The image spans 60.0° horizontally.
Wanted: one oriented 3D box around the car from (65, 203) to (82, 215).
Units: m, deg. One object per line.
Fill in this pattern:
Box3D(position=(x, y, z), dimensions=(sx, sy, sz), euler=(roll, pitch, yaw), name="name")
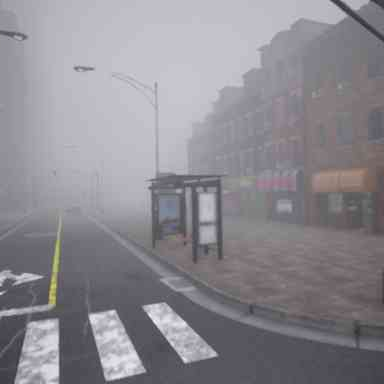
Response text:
Box3D(position=(-14.440, 2.043, 40.612), dimensions=(1.812, 1.442, 4.674), euler=(-1, 0, -20), name="car")
